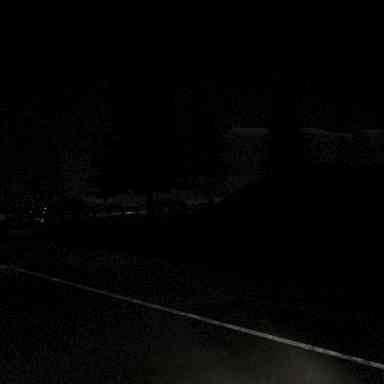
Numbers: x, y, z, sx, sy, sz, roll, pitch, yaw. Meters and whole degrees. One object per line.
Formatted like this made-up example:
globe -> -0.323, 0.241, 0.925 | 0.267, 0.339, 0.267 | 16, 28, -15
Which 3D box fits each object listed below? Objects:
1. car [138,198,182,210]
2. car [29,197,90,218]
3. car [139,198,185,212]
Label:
car -> -3.940, 1.451, 41.683 | 5.357, 1.411, 2.033 | 0, 0, -40
car -> -11.435, 1.260, 29.394 | 2.097, 1.767, 4.553 | 0, 0, 41
car -> -3.013, 1.409, 37.811 | 4.902, 1.511, 2.128 | 0, 0, -40
